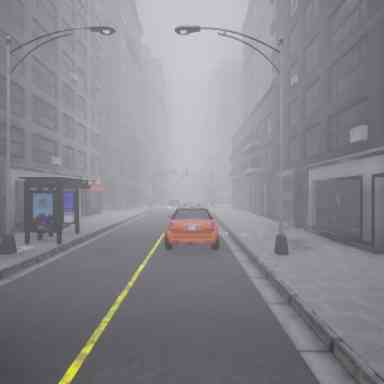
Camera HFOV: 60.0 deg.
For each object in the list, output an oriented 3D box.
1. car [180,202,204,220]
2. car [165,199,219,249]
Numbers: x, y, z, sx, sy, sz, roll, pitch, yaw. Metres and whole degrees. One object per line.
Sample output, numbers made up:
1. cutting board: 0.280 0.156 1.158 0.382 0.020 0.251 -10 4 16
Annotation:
1. car: 0.000 1.626 29.681 1.895 1.301 4.718 0 0 0
2. car: 0.000 1.368 14.621 2.097 1.767 4.553 0 0 0
